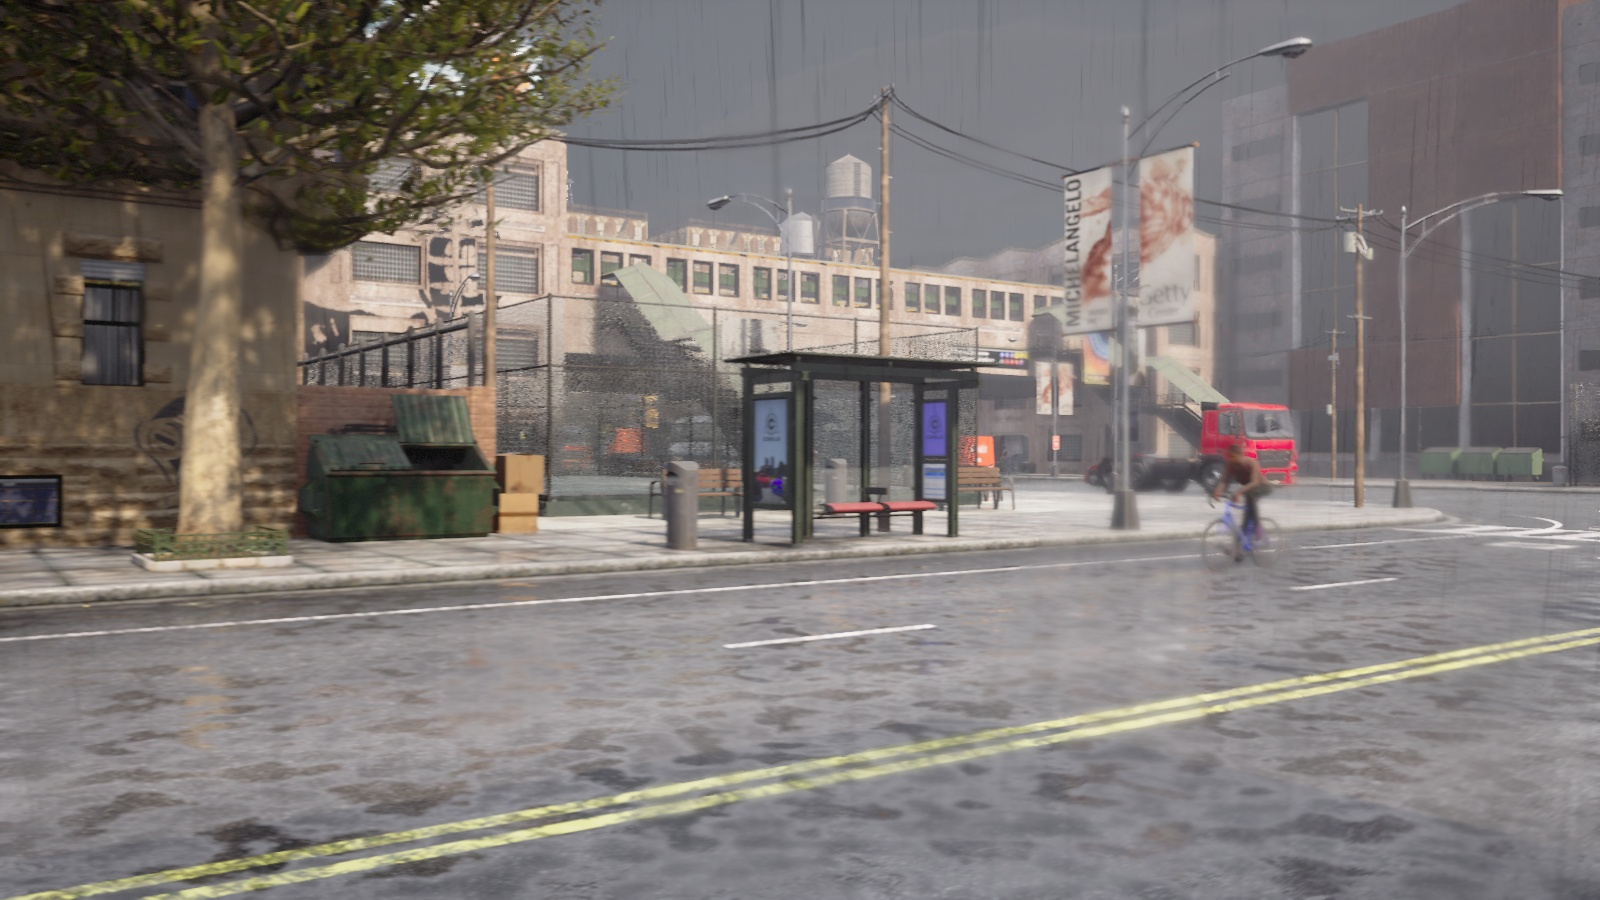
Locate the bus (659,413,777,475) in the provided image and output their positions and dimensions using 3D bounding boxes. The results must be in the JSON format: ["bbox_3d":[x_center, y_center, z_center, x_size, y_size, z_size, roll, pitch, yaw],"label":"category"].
[{"bbox_3d":[-6.191,-0.394,92.395,3.944,4.253,10.273,0,0,-34],"label":"bus"}]

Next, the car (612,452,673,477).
[{"bbox_3d":[-9.975,0.905,79.324,2.007,1.525,4.514,0,0,-34],"label":"car"}]

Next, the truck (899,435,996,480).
[{"bbox_3d":[8.283,0.412,70.989,2.627,2.467,5.204,0,0,-34],"label":"truck"}]

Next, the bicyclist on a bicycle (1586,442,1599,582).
[{"bbox_3d":[10.045,0.712,14.915,1.656,1.620,0.582,0,0,-35],"label":"bicyclist on a bicycle"}]

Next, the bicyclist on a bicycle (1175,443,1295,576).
[{"bbox_3d":[5.583,0.725,16.074,1.656,1.620,0.582,0,0,-35],"label":"bicyclist on a bicycle"}]

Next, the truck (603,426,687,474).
[{"bbox_3d":[-11.712,0.017,94.271,2.891,3.462,7.936,0,0,-34],"label":"truck"}]

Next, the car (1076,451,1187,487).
[{"bbox_3d":[14.593,0.795,55.530,2.007,1.525,4.514,0,0,-34],"label":"car"}]

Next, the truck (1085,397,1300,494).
[{"bbox_3d":[15.020,-0.151,48.754,2.891,3.462,7.936,0,0,-33],"label":"truck"}]
